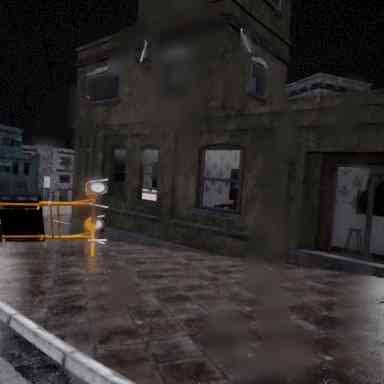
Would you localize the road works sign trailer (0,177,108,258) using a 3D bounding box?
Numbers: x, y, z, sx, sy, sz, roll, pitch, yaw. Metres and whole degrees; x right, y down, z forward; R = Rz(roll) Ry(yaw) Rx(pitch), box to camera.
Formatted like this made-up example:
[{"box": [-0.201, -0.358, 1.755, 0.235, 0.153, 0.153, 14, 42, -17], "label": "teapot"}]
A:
[{"box": [-4.860, 1.155, 11.776, 3.560, 2.380, 2.880, 2, 43, -17], "label": "road works sign trailer"}]
